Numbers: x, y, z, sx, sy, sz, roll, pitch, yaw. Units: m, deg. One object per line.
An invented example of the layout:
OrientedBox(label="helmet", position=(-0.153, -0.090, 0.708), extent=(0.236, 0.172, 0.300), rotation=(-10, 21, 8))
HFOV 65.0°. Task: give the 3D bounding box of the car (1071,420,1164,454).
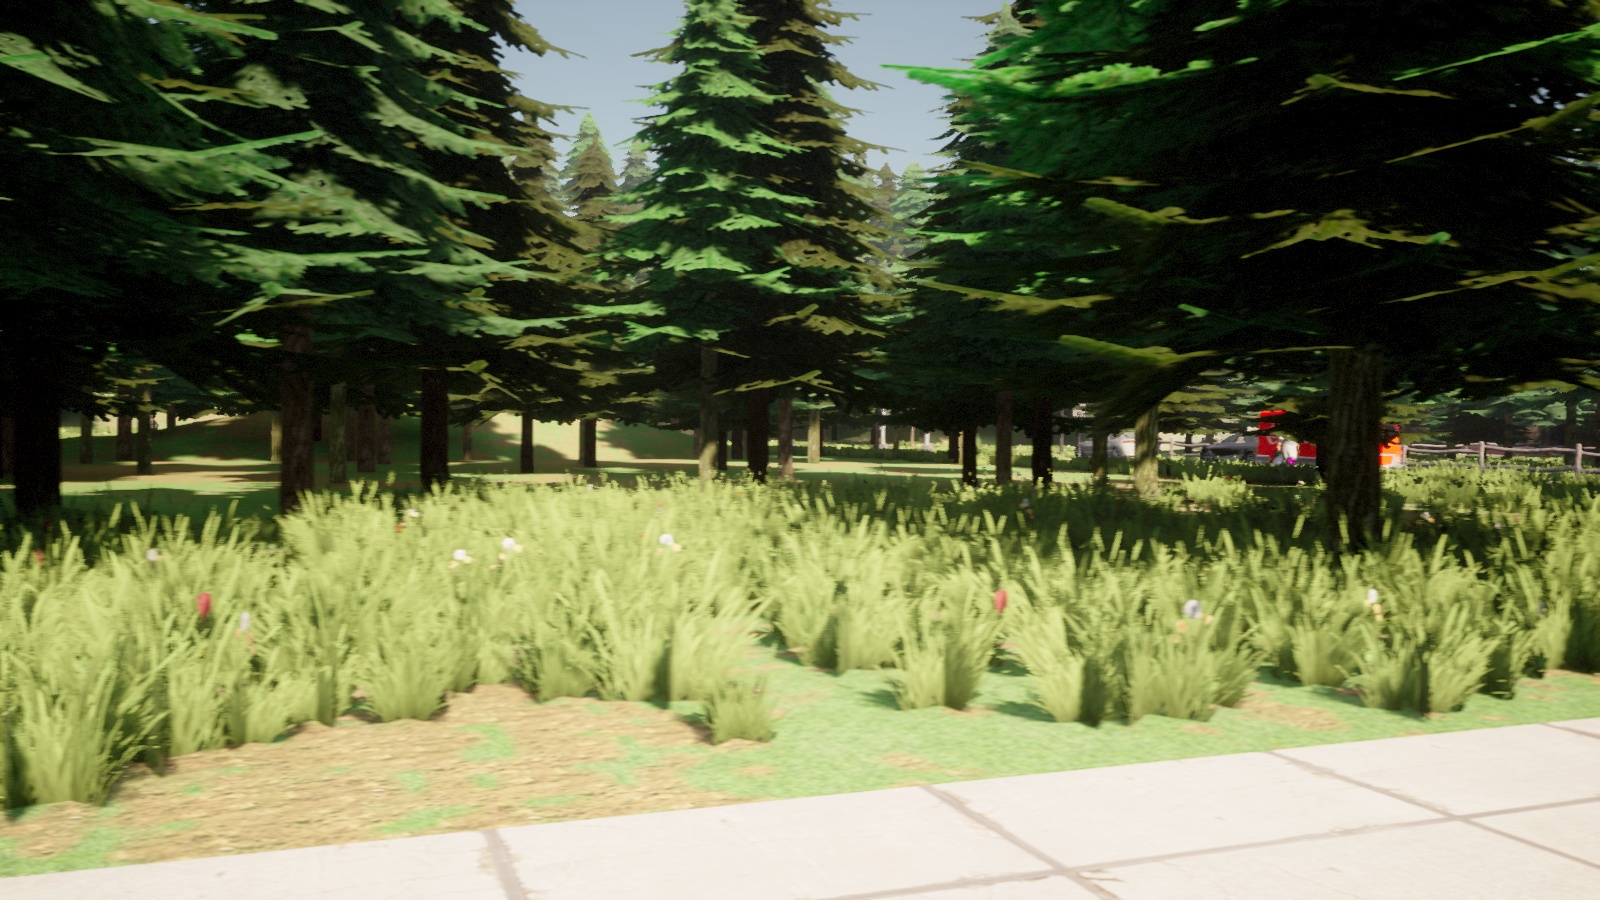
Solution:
OrientedBox(label="car", position=(16.201, -0.674, 64.436), extent=(2.152, 1.651, 5.027), rotation=(-1, 1, -20))

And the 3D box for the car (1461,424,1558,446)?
OrientedBox(label="car", position=(45.672, -0.966, 80.983), extent=(5.357, 1.411, 2.033), rotation=(0, 1, 28))

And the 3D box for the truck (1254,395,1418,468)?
OrientedBox(label="truck", position=(19.262, -0.663, 45.442), extent=(2.627, 2.467, 5.204), rotation=(-1, 1, -20))

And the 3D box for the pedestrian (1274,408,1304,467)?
OrientedBox(label="pedestrian", position=(16.184, -0.418, 41.555), extent=(0.659, 1.952, 0.873), rotation=(-1, 1, 0))

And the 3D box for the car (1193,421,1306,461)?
OrientedBox(label="car", position=(19.588, -0.405, 54.976), extent=(2.033, 1.649, 4.856), rotation=(-1, 1, -20))
